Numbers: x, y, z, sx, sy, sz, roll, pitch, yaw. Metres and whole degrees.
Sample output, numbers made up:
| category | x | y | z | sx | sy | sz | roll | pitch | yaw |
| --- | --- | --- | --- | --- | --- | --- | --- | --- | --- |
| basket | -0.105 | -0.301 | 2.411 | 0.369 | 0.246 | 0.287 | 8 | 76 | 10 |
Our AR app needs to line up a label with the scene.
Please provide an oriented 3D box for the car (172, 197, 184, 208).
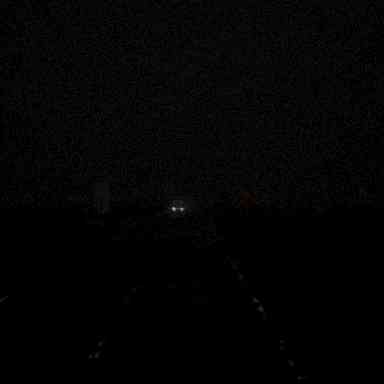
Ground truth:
| category | x | y | z | sx | sy | sz | roll | pitch | yaw |
| --- | --- | --- | --- | --- | --- | --- | --- | --- | --- |
| car | -2.772 | 2.125 | 66.992 | 2.150 | 2.045 | 5.566 | 0 | 0 | 0 |
